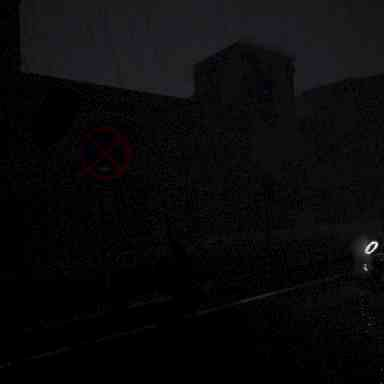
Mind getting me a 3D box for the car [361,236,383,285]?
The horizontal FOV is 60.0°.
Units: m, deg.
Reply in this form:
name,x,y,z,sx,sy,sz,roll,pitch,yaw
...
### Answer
name,x,y,z,sx,sy,sz,roll,pitch,yaw
car,6.210,1.301,8.277,4.553,1.767,2.097,0,0,-35
